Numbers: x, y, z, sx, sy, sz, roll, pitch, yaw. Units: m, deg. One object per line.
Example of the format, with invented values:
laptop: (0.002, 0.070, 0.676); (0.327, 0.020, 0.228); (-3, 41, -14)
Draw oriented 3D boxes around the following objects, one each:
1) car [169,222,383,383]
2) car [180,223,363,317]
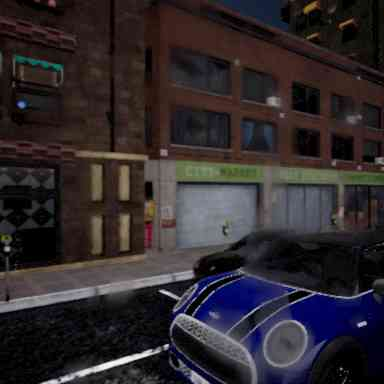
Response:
car: (1.912, 1.373, 4.738); (4.553, 1.767, 2.097); (0, 0, -35)
car: (2.055, 1.598, 8.036); (4.313, 1.339, 1.947); (0, -1, -36)
